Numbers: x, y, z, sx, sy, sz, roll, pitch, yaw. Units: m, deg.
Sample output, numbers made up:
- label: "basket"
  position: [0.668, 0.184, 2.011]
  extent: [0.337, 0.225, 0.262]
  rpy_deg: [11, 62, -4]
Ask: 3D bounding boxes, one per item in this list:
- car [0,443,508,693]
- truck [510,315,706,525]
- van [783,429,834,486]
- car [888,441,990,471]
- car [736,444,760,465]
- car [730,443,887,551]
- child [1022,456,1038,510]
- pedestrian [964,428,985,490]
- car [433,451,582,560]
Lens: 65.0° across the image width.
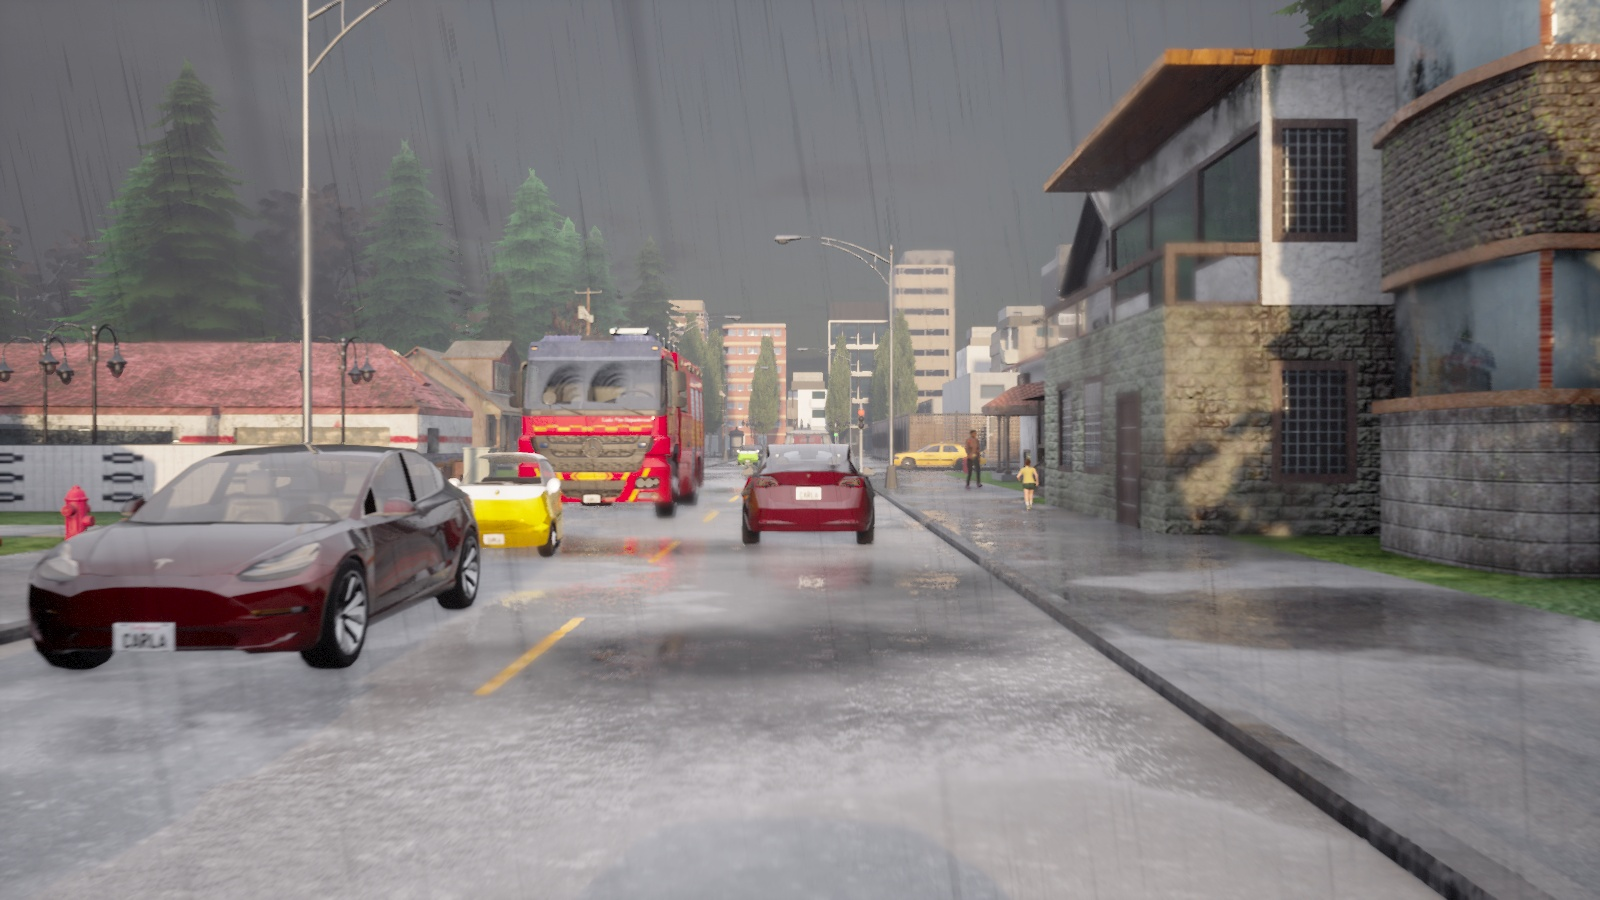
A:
- label: "car"
  position: [-3.931, 0.688, 9.865]
  extent: [2.163, 1.488, 4.792]
  rpy_deg: [0, 0, 0]
- label: "truck"
  position: [-3.825, -0.574, 27.119]
  extent: [2.891, 3.827, 8.468]
  rpy_deg: [0, 0, 0]
- label: "van"
  position: [0.291, 0.243, 45.485]
  extent: [1.775, 1.987, 4.442]
  rpy_deg: [0, 0, 0]
- label: "car"
  position: [7.524, 0.306, 68.324]
  extent: [5.366, 1.575, 1.801]
  rpy_deg: [0, 0, 1]
- label: "car"
  position: [-3.496, 0.320, 84.925]
  extent: [1.481, 1.376, 2.207]
  rpy_deg: [0, 0, 0]
- label: "car"
  position: [0.131, 0.635, 19.712]
  extent: [2.163, 1.488, 4.792]
  rpy_deg: [0, 0, 0]
- label: "child"
  position: [4.794, 0.692, 26.210]
  extent: [0.255, 1.110, 0.394]
  rpy_deg: [0, 0, 1]
- label: "pedestrian"
  position: [5.128, 0.252, 36.880]
  extent: [0.328, 1.805, 0.869]
  rpy_deg: [0, 0, -13]
- label: "car"
  position: [-3.885, 0.703, 16.965]
  extent: [1.481, 1.376, 2.207]
  rpy_deg: [0, 0, 0]
